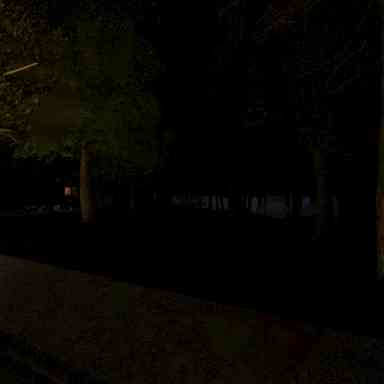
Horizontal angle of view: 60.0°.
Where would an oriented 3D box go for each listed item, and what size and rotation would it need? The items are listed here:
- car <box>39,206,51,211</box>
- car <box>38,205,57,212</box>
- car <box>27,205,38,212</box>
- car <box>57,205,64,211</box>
[{"bbox_3d":[-38.385,4.271,86.995,1.994,1.385,4.181,0,-2,-9],"label":"car"},{"bbox_3d":[-33.465,3.882,77.248,1.837,1.490,4.892,0,-2,-9],"label":"car"},{"bbox_3d":[-36.733,3.908,77.090,1.837,1.490,4.892,0,-2,-9],"label":"car"},{"bbox_3d":[-35.179,4.234,87.531,2.128,1.511,4.902,0,-2,-9],"label":"car"}]
